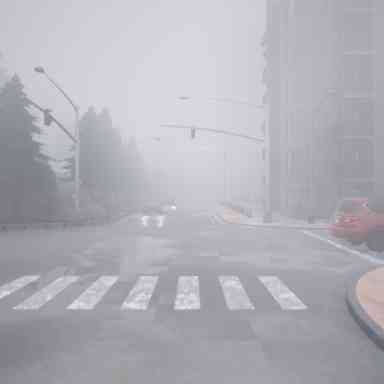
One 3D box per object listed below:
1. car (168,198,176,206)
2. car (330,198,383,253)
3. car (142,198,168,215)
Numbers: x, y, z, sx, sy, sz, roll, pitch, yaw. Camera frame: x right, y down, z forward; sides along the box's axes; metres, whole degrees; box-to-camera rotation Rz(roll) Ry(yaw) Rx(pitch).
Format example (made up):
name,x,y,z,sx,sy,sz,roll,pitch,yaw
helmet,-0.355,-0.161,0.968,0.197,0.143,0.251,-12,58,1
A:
name,x,y,z,sx,sy,sz,roll,pitch,yaw
car,-3.633,1.585,54.874,1.895,1.301,4.718,0,0,0
car,8.467,1.249,13.262,5.566,2.045,2.150,0,0,1
car,-3.825,1.528,33.670,1.812,1.442,4.674,0,0,0
